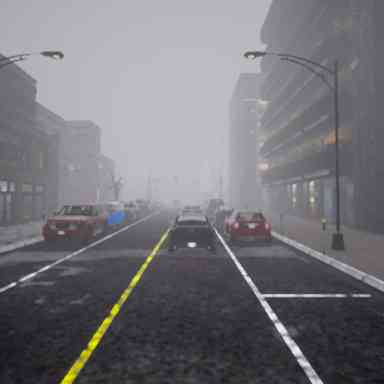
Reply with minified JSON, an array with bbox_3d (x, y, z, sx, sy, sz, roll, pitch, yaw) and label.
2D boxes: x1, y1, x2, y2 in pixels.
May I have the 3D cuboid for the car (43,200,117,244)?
[{"bbox_3d":[-5.670,1.478,16.962,2.192,1.841,5.009,1,-1,0],"label":"car"}]

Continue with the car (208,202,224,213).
[{"bbox_3d":[2.707,1.816,27.765,2.008,1.369,4.403,1,-1,0],"label":"car"}]

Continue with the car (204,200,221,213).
[{"bbox_3d":[2.711,1.857,43.987,1.967,1.590,4.097,1,-1,0],"label":"car"}]

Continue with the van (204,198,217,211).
[{"bbox_3d":[2.713,1.809,49.395,1.690,1.788,3.998,1,-1,0],"label":"van"}]

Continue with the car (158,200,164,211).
[{"bbox_3d":[-5.668,1.908,49.403,1.967,1.590,4.097,1,-1,0],"label":"car"}]

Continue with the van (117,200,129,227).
[{"bbox_3d":[-5.670,1.555,22.369,1.690,1.788,3.998,1,-1,0],"label":"van"}]

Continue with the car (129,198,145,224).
[{"bbox_3d":[-5.668,1.580,27.776,2.192,1.841,5.009,1,-1,0],"label":"car"}]

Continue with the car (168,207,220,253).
[{"bbox_3d":[0.005,1.646,14.311,1.837,1.490,4.892,0,0,0],"label":"car"}]

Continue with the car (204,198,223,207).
[{"bbox_3d":[2.713,1.681,38.581,2.192,1.841,5.009,1,-1,0],"label":"car"}]

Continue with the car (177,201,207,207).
[{"bbox_3d":[0.004,1.824,29.012,2.033,1.411,5.357,0,-1,0],"label":"car"}]

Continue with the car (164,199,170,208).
[{"bbox_3d":[-5.670,2.120,60.215,2.008,1.369,4.403,1,-1,0],"label":"car"}]

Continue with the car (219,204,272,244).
[{"bbox_3d":[2.708,1.603,16.953,1.967,1.590,4.097,1,-1,0],"label":"car"}]

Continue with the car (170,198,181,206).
[{"bbox_3d":[-2.996,2.149,67.458,1.837,1.490,4.892,0,-1,0],"label":"car"}]

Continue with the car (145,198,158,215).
[{"bbox_3d":[-5.667,1.681,38.590,2.192,1.841,5.009,1,-1,0],"label":"car"}]
